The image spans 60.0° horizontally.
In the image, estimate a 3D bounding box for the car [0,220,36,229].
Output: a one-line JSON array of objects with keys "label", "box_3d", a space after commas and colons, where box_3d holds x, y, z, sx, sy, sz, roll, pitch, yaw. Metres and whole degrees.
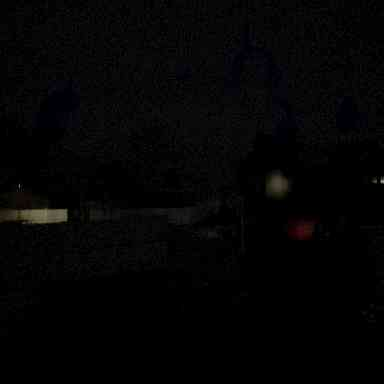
[{"label": "car", "box_3d": [-9.942, 2.347, 19.651, 4.718, 1.301, 1.895, -2, 0, 18]}]

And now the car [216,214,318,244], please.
[{"label": "car", "box_3d": [3.848, 1.897, 17.834, 5.357, 1.411, 2.033, -1, 0, 42]}]
